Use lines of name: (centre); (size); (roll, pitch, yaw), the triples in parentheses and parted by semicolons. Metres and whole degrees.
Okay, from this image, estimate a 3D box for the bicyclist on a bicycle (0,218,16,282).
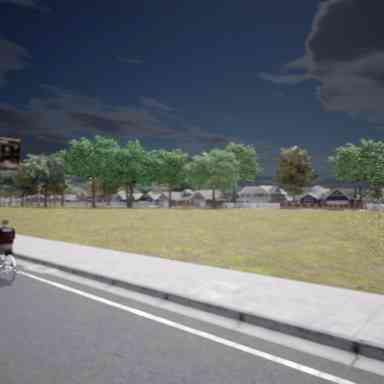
bicyclist on a bicycle: (-5.451, 1.622, 9.546); (1.843, 1.776, 0.659); (-1, -2, 41)
